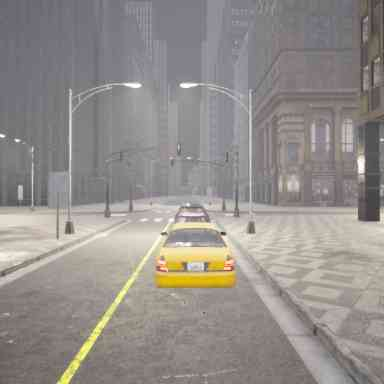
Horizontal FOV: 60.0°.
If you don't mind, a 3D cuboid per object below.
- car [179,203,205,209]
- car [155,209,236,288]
[{"bbox_3d":[-0.009,1.455,19.334,2.033,1.649,4.856,0,0,-1],"label":"car"},{"bbox_3d":[0.050,1.463,9.192,1.801,1.575,5.366,0,0,-1],"label":"car"}]
